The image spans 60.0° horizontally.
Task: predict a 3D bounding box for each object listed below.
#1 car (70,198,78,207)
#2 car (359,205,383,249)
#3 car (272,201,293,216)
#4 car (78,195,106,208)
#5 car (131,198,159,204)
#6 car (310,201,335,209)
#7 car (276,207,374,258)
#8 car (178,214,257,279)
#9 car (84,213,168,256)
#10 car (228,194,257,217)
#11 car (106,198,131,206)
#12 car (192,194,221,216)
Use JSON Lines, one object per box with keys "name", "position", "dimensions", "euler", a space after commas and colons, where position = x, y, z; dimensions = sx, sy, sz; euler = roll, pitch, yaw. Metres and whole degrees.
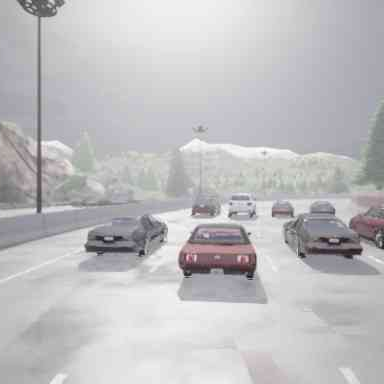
{"name": "car", "position": [-15.604, 1.270, 48.342], "dimensions": [2.097, 1.767, 4.553], "euler": [0, 0, 19]}
{"name": "car", "position": [8.502, 1.339, 14.370], "dimensions": [2.097, 1.767, 4.553], "euler": [0, 0, 8]}
{"name": "car", "position": [8.597, 1.528, 31.485], "dimensions": [1.994, 1.385, 4.181], "euler": [0, 0, 16]}
{"name": "car", "position": [-12.830, 1.472, 45.831], "dimensions": [2.033, 1.411, 5.357], "euler": [0, 0, 18]}
{"name": "car", "position": [-5.882, 1.497, 44.371], "dimensions": [1.994, 1.385, 4.181], "euler": [0, 0, 19]}
{"name": "car", "position": [12.074, 1.531, 30.925], "dimensions": [1.994, 1.385, 4.181], "euler": [0, 0, 16]}
{"name": "car", "position": [4.700, 1.534, 12.700], "dimensions": [2.033, 1.411, 5.357], "euler": [0, 0, 8]}
{"name": "car", "position": [0.848, 1.588, 10.035], "dimensions": [1.895, 1.301, 4.718], "euler": [0, 0, 7]}
{"name": "car", "position": [-2.314, 1.527, 13.057], "dimensions": [2.033, 1.411, 5.357], "euler": [0, 0, 7]}
{"name": "car", "position": [4.744, 1.183, 30.793], "dimensions": [2.150, 2.045, 5.566], "euler": [0, 0, 15]}
{"name": "car", "position": [-9.124, 1.476, 45.834], "dimensions": [2.033, 1.411, 5.357], "euler": [0, 0, 19]}
{"name": "car", "position": [1.452, 1.310, 31.856], "dimensions": [2.097, 1.767, 4.553], "euler": [0, 0, 15]}
